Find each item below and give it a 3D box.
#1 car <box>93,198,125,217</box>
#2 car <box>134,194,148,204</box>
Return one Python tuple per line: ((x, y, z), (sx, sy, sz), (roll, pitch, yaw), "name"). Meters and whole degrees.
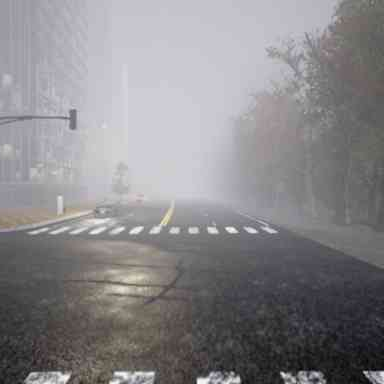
((-6.880, 1.242, 27.828), (2.128, 1.511, 4.902), (0, 1, -2), "car")
((-7.848, 1.018, 51.416), (1.882, 1.535, 5.008), (0, 1, -3), "car")
